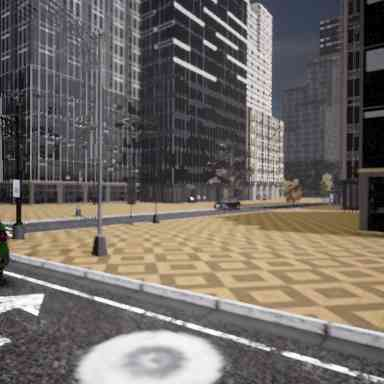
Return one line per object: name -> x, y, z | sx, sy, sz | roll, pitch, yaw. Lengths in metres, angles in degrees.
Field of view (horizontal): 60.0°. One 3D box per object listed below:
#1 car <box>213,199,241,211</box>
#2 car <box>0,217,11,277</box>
car -> 4.659, 1.633, 43.564 | 2.128, 1.511, 4.902 | 1, 0, 37
car -> -6.886, 1.208, 8.810 | 5.566, 2.045, 2.150 | 0, 0, 39
